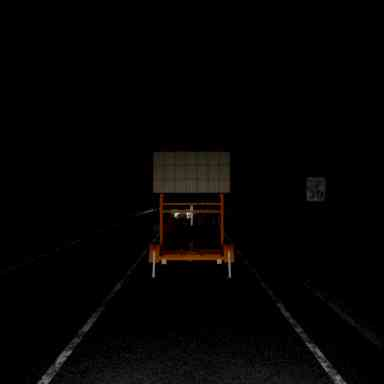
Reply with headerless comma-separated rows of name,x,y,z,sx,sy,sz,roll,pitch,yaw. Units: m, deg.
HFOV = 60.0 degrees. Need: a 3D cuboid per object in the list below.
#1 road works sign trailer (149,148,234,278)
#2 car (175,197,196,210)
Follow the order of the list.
road works sign trailer,-0.011,0.467,10.114,2.380,3.560,2.880,0,0,0
car,-0.794,1.468,43.803,1.882,1.535,5.008,-1,0,14
